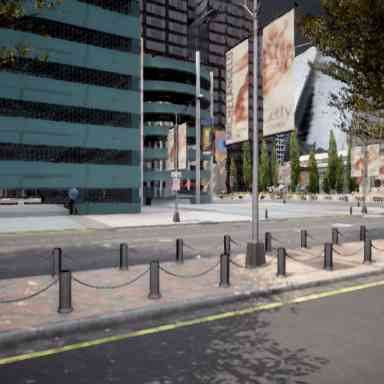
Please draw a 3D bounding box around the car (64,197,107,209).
[{"bbox_3d":[-11.775,1.282,36.988,4.674,1.452,2.002,0,0,-28],"label":"car"}]
